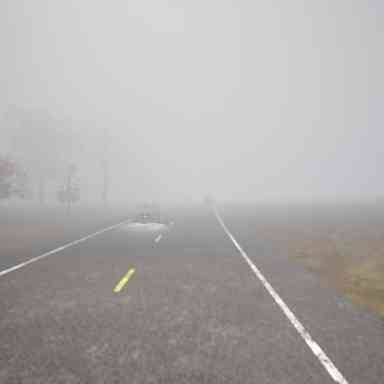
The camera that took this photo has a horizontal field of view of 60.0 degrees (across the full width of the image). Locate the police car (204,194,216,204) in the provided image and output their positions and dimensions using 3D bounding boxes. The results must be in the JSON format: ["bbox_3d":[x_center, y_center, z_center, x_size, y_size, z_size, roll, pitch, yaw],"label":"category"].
[{"bbox_3d":[3.326,1.245,60.719,1.930,1.638,5.238,0,0,4],"label":"police car"}]

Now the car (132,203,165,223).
[{"bbox_3d":[-3.179,1.494,24.970,1.994,1.385,4.181,0,0,2],"label":"car"}]

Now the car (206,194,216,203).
[{"bbox_3d":[3.795,1.255,66.761,1.801,1.575,5.366,0,0,5],"label":"car"}]

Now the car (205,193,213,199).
[{"bbox_3d":[4.373,1.050,84.940,1.837,1.490,4.892,0,0,6],"label":"car"}]

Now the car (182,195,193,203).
[{"bbox_3d":[-0.812,1.323,66.270,1.812,1.442,4.674,0,0,5],"label":"car"}]

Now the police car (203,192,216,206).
[{"bbox_3d":[2.649,1.277,50.776,1.930,1.638,5.238,0,0,4],"label":"police car"}]
